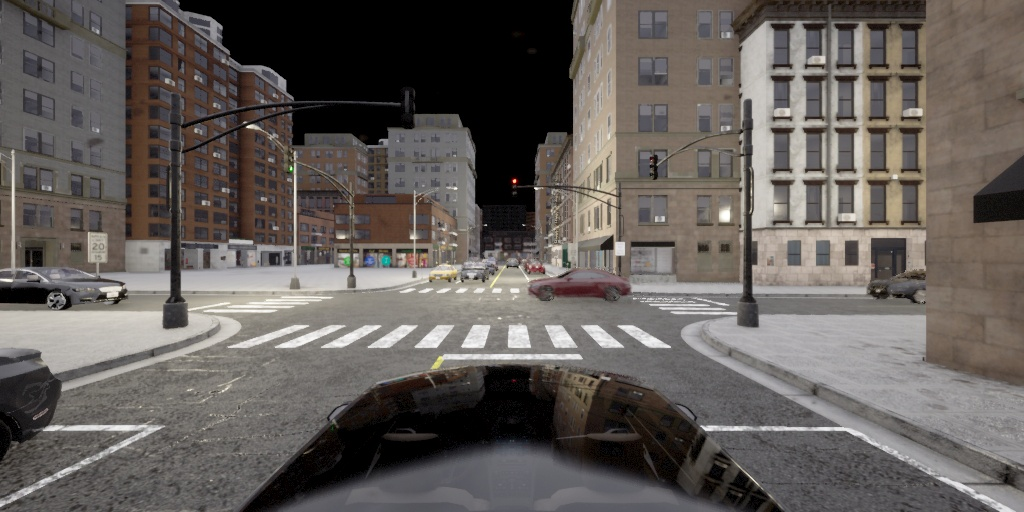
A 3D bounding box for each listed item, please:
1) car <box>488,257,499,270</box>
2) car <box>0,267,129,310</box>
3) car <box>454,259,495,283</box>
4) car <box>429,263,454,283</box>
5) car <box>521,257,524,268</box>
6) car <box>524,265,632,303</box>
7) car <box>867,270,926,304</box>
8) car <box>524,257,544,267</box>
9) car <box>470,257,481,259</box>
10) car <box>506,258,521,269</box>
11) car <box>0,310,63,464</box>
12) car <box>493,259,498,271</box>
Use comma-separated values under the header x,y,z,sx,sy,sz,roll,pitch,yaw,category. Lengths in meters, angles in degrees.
x,y,z,sx,sy,sz,roll,pitch,yaw,category
-2.832,1.278,48.195,1.812,1.442,4.674,0,0,0,car
-17.281,1.162,13.387,4.902,1.511,2.128,0,0,2,car
-2.833,1.242,28.219,2.128,1.511,4.902,0,0,2,car
-5.385,1.276,28.397,1.751,1.417,4.829,0,0,0,car
2.642,1.066,45.552,2.192,1.841,5.009,0,0,0,car
3.034,1.290,16.342,4.674,1.442,1.812,0,0,0,car
19.130,1.360,16.353,4.892,1.490,1.837,1,0,0,car
2.641,1.191,39.890,1.967,1.591,4.097,0,0,0,car
-5.383,1.067,51.215,2.192,1.841,5.009,0,0,0,car
0.100,1.317,58.619,1.994,1.385,4.181,0,0,1,car
-5.388,1.300,1.721,2.007,1.370,4.403,0,0,0,car
-2.841,1.315,38.120,1.994,1.385,4.181,0,0,0,car
